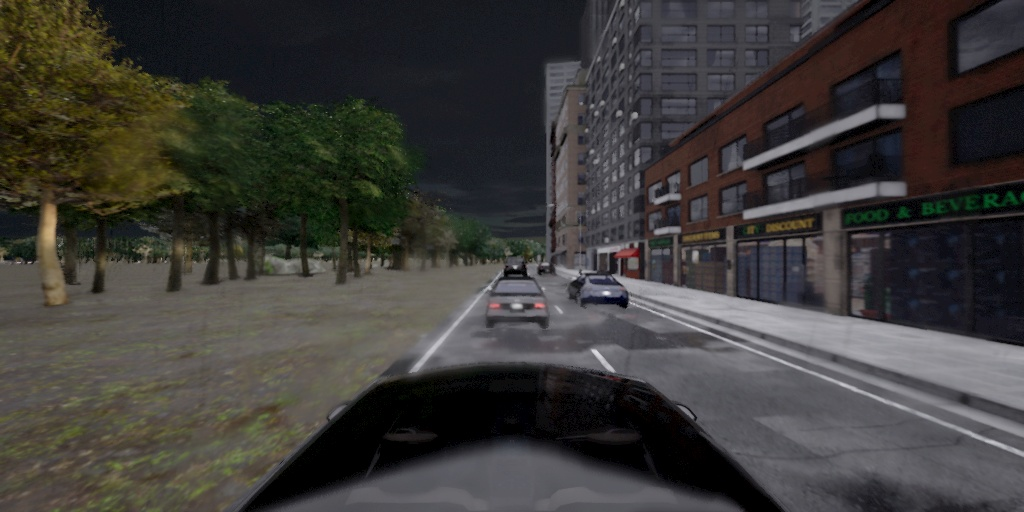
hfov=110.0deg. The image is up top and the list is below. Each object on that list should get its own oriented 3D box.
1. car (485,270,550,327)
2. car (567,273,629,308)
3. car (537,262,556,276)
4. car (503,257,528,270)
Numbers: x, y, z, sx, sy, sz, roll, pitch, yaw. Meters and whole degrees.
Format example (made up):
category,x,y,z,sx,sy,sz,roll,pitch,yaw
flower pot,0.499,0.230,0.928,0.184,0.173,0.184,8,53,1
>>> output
category,x,y,z,sx,sy,sz,roll,pitch,yaw
car,0.159,1.368,11.749,2.033,1.411,5.357,0,0,0
car,3.690,1.423,15.952,1.994,1.385,4.181,0,0,0
car,3.875,1.401,40.786,1.882,1.535,5.008,0,0,1
car,0.313,1.117,34.303,2.150,2.045,5.566,0,0,1
